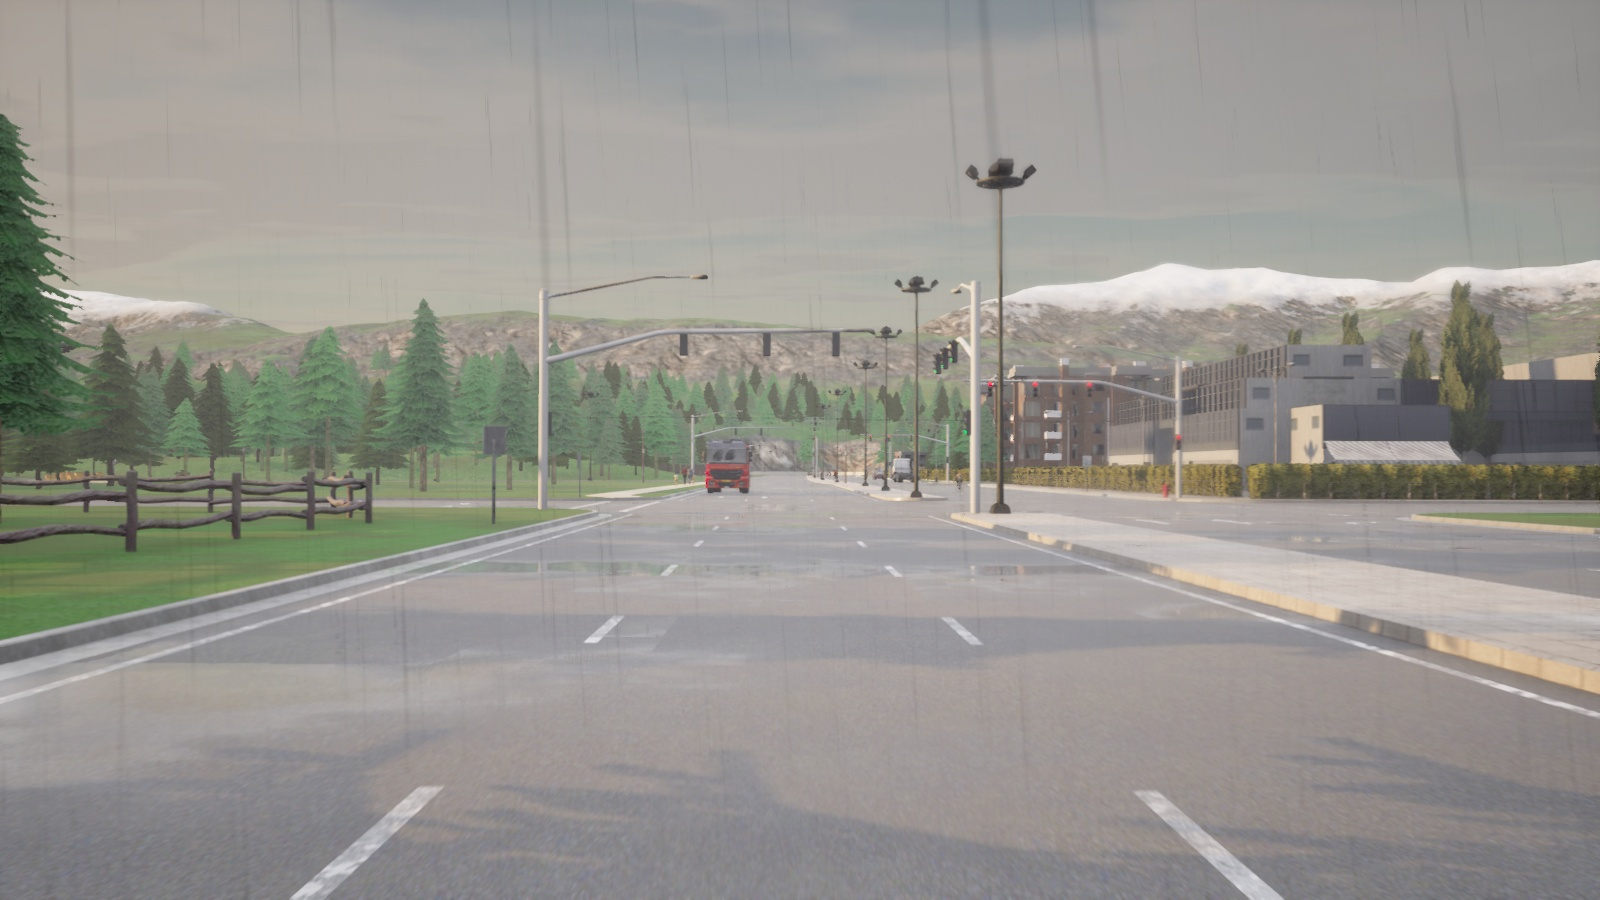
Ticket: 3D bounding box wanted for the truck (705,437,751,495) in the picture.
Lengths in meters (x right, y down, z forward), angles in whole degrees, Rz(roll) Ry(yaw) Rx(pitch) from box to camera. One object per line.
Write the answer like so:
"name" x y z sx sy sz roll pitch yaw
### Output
"truck" -4.980 1.140 87.813 2.891 3.827 8.468 0 -1 -1
